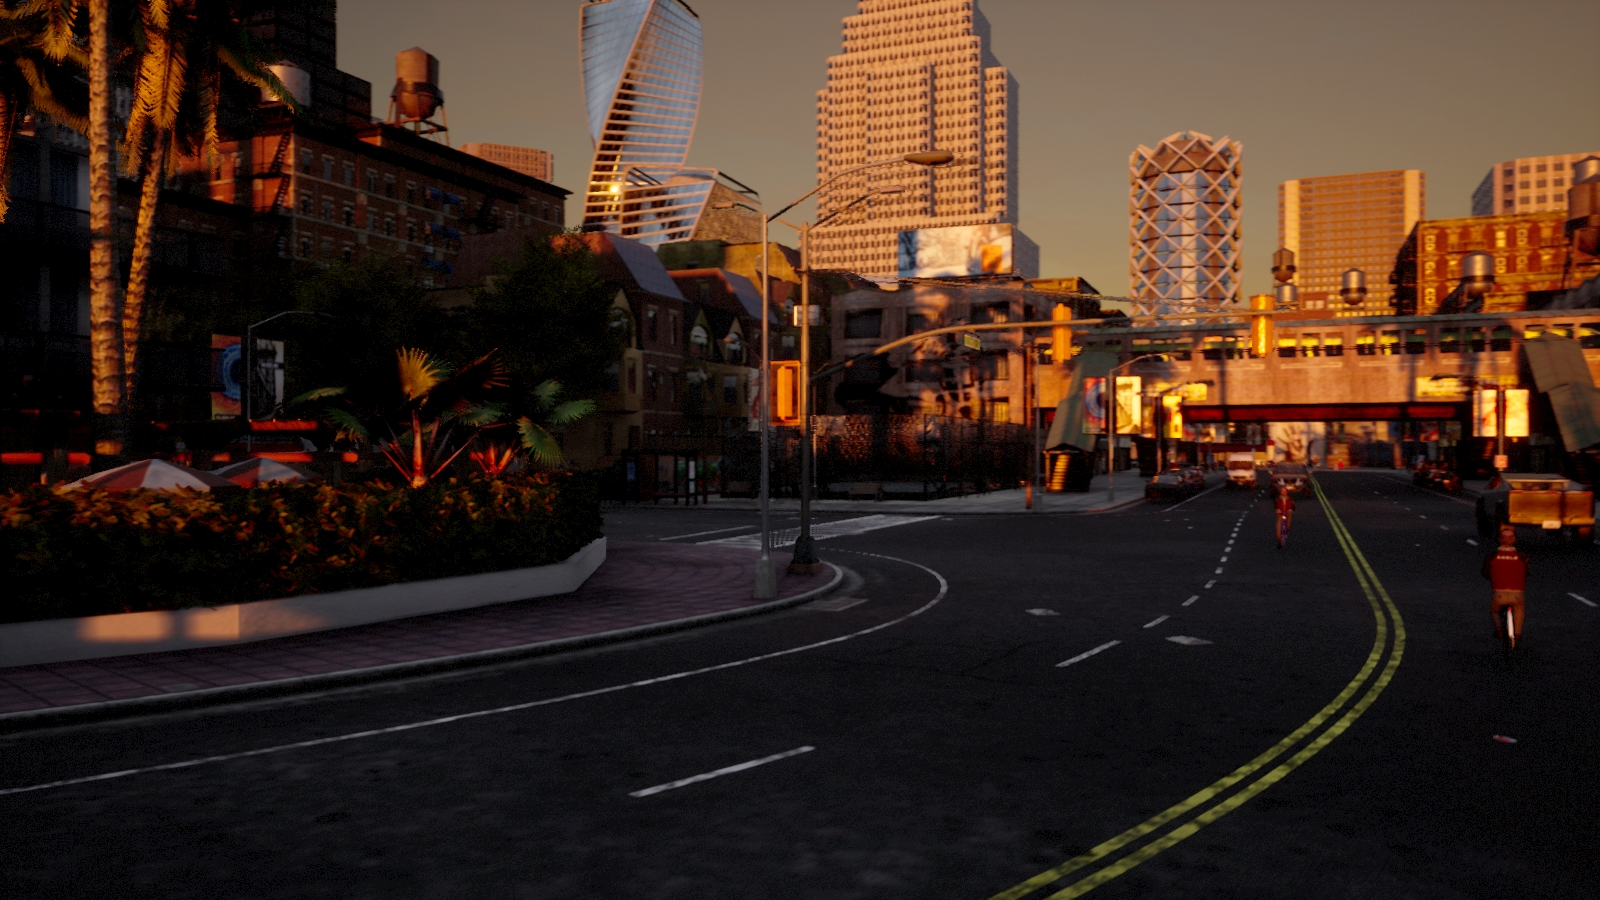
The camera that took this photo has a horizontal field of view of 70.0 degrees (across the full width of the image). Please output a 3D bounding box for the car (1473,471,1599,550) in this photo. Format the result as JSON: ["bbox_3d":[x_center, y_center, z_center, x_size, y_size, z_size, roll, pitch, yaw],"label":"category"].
[{"bbox_3d":[22.670,1.770,35.422,2.390,2.098,6.274,0,0,24],"label":"car"}]

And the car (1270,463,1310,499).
[{"bbox_3d":[29.584,1.819,68.926,2.150,2.045,5.566,0,0,23],"label":"car"}]

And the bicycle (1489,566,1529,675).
[{"bbox_3d":[9.365,2.217,15.107,0.329,1.171,1.835,-1,0,29],"label":"bicycle"}]
